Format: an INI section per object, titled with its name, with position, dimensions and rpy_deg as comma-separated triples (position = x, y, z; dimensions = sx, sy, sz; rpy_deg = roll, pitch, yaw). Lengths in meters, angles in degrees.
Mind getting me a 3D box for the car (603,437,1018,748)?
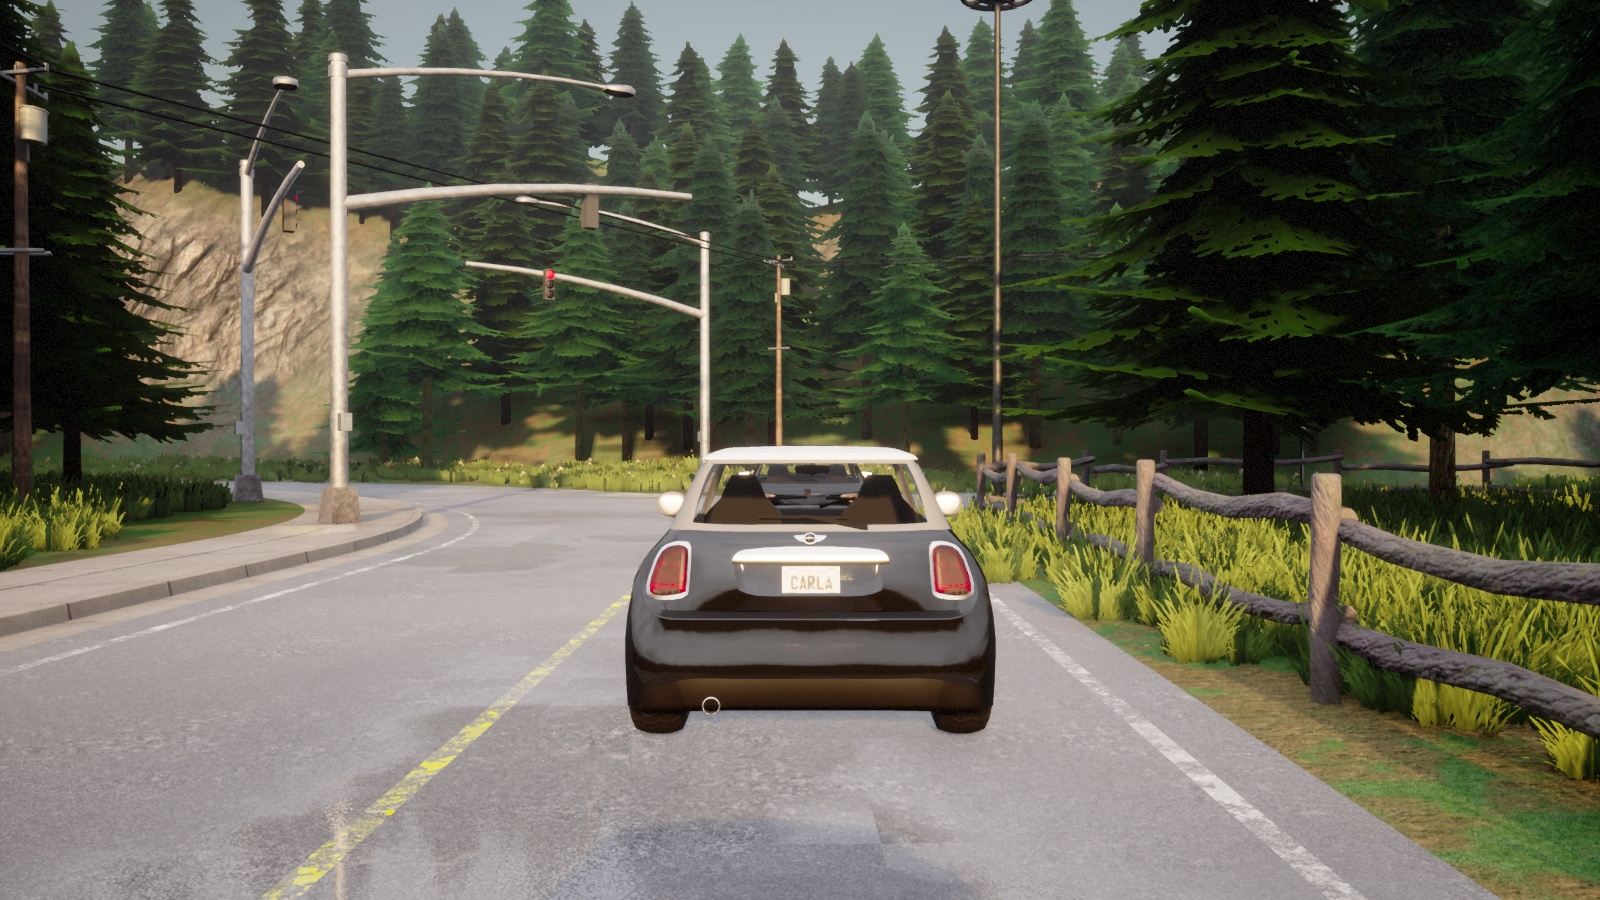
[car]
position = 0.058, 0.668, 7.864
dimensions = 1.970, 1.475, 3.806
rpy_deg = 0, 0, 0
